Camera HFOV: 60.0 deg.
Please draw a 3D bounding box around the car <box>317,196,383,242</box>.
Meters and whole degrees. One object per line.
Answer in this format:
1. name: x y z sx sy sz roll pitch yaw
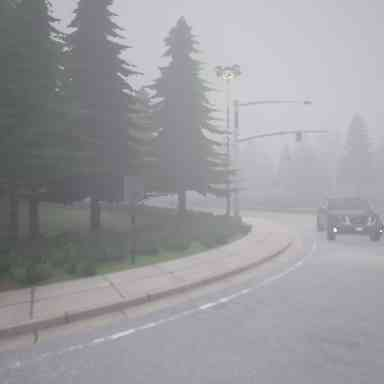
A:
1. car: 7.727 1.237 16.817 2.150 2.045 5.566 0 0 13
